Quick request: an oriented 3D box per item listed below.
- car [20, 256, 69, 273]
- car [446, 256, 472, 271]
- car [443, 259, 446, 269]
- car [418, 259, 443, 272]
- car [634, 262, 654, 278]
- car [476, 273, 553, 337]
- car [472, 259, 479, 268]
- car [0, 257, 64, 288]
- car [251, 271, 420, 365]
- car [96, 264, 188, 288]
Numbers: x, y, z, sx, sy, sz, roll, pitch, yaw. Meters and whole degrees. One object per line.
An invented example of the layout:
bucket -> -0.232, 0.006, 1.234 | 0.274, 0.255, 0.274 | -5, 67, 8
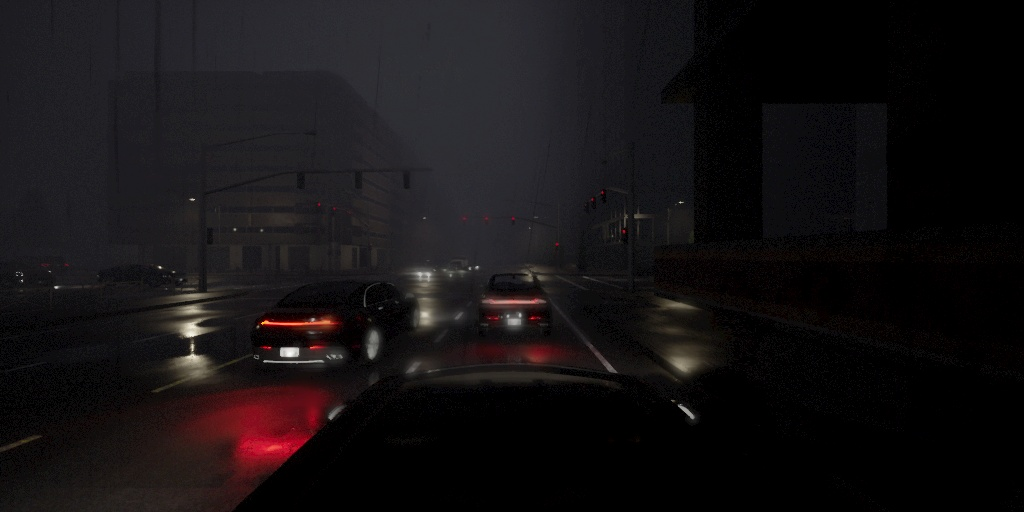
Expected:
car -> -46.240, 1.026, 34.440 | 5.566, 2.045, 2.150 | 0, 0, 0
car -> -7.484, 0.971, 51.025 | 2.150, 2.045, 5.566 | 0, 0, 0
car -> -10.944, 1.227, 56.959 | 1.882, 1.535, 5.008 | 0, 0, 1
car -> -10.970, 1.241, 47.010 | 2.128, 1.511, 4.902 | 0, 0, 0
car -> 13.951, 1.296, 34.326 | 4.902, 1.511, 2.128 | 0, 0, 0
car -> 0.060, 1.241, 10.337 | 2.128, 1.511, 4.902 | 0, 0, 0
car -> -7.381, 1.296, 61.336 | 2.033, 1.411, 5.357 | 0, 0, 1
car -> -33.392, 1.157, 23.716 | 4.553, 1.767, 2.097 | 0, 0, 0
car -> -3.451, 1.255, 8.018 | 1.837, 1.490, 4.892 | 0, 0, 0
car -> -24.325, 1.296, 23.697 | 4.902, 1.511, 2.128 | 0, 0, 0
